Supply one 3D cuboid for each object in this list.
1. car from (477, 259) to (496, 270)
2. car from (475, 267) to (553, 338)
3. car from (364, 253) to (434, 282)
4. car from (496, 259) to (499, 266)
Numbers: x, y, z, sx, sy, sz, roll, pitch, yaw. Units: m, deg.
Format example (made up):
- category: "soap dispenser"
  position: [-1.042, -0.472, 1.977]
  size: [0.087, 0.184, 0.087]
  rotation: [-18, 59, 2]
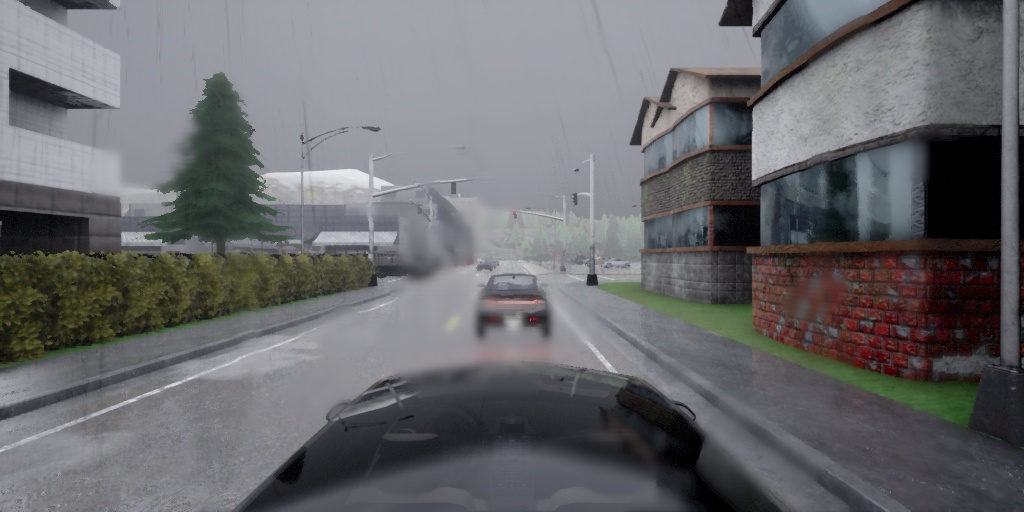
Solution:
- category: "car"
  position: [-3.590, 1.351, 48.251]
  size: [1.895, 1.301, 4.718]
  rotation: [0, 0, 0]
- category: "car"
  position: [0.056, 1.242, 10.165]
  size: [2.128, 1.511, 4.902]
  rotation: [0, 0, 0]
- category: "car"
  position: [-8.853, 0.865, 27.681]
  size: [5.566, 2.045, 2.150]
  rotation: [3, 0, 0]
- category: "car"
  position: [-3.578, 1.314, 58.278]
  size: [1.994, 1.385, 4.181]
  rotation: [0, 0, 0]
